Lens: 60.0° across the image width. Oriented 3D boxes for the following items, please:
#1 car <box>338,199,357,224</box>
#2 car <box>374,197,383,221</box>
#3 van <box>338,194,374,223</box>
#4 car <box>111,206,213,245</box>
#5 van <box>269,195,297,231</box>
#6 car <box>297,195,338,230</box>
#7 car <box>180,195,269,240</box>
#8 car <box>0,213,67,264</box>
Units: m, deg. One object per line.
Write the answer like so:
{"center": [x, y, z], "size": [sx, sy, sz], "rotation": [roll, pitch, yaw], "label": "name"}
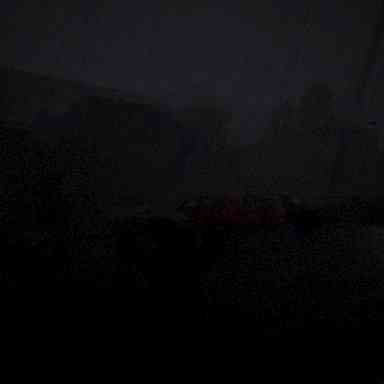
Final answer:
{"center": [8.039, 1.411, 22.318], "size": [4.892, 1.521, 2.231], "rotation": [-1, 0, 35], "label": "car"}
{"center": [12.918, 1.247, 25.766], "size": [4.553, 1.767, 2.185], "rotation": [-1, 0, 34], "label": "car"}
{"center": [10.364, 1.168, 24.118], "size": [4.442, 1.987, 1.878], "rotation": [-1, 0, 35], "label": "van"}
{"center": [-1.684, 1.517, 15.394], "size": [4.674, 1.452, 2.002], "rotation": [-1, 0, 35], "label": "car"}
{"center": [3.273, 1.219, 18.800], "size": [4.442, 1.987, 1.878], "rotation": [-1, -1, 35], "label": "van"}
{"center": [5.629, 1.177, 20.582], "size": [5.566, 2.045, 2.435], "rotation": [-1, -1, 35], "label": "car"}
{"center": [0.716, 1.214, 17.145], "size": [5.566, 2.045, 2.435], "rotation": [-1, 0, 35], "label": "car"}
{"center": [-6.522, 1.523, 11.919], "size": [4.792, 1.488, 2.163], "rotation": [-1, -1, 35], "label": "car"}
